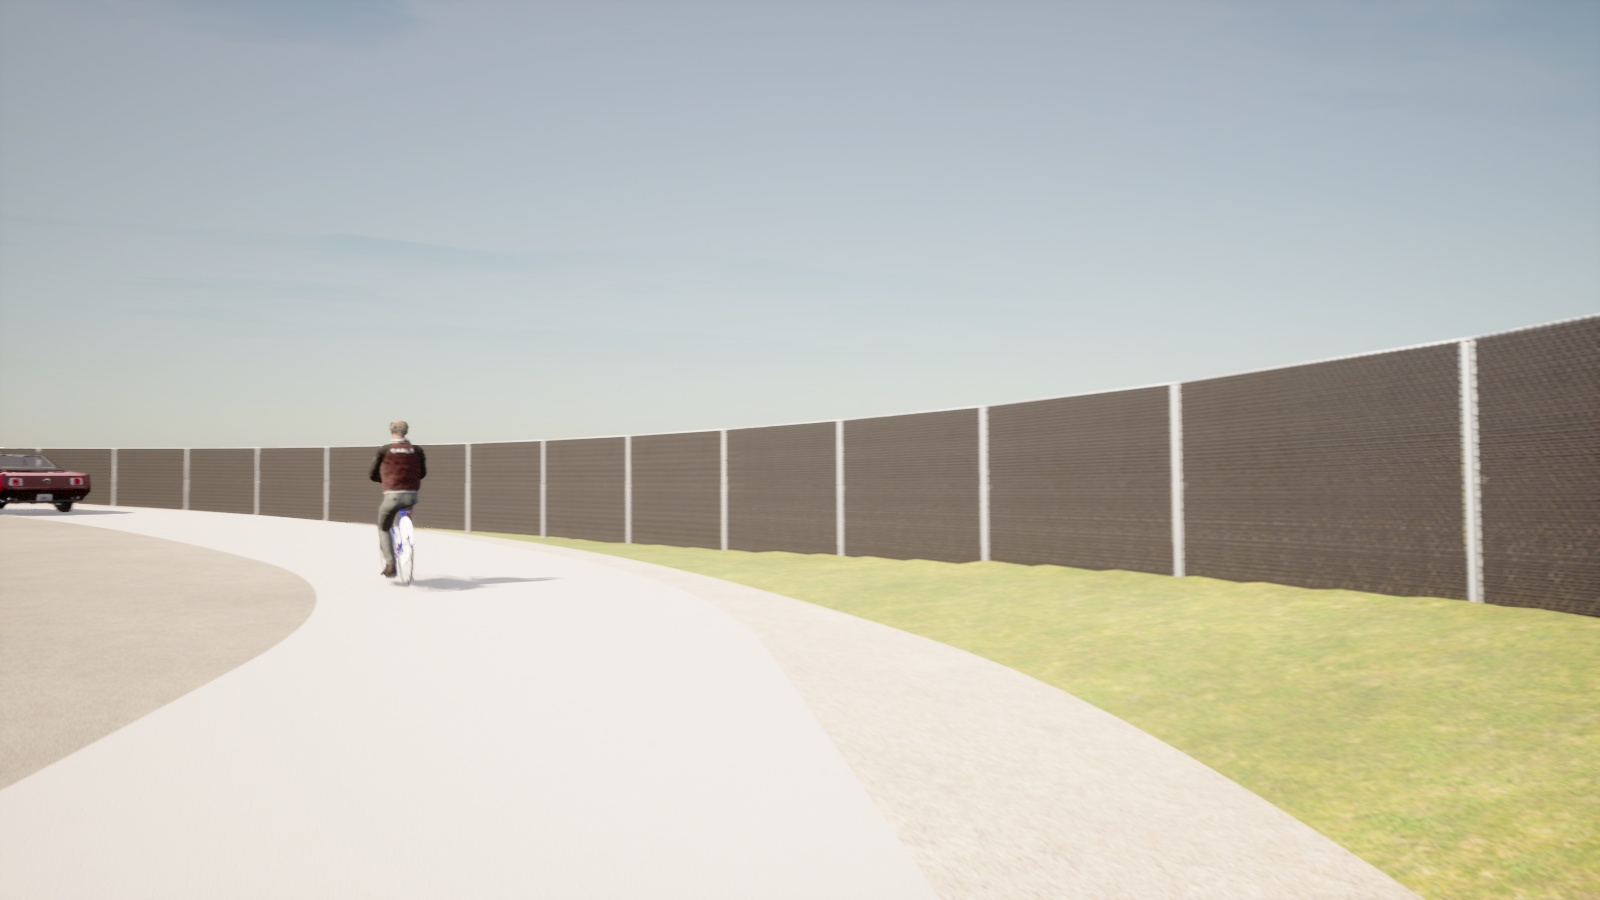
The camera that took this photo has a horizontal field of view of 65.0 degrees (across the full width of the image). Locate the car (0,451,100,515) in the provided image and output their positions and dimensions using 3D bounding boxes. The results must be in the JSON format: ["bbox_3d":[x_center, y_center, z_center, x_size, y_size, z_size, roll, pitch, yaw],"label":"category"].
[{"bbox_3d":[-17.531,0.680,27.453,4.718,1.301,1.895,0,-1,33],"label":"car"}]

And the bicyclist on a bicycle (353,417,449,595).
[{"bbox_3d":[-4.319,0.553,13.520,0.659,1.776,1.843,0,1,-28],"label":"bicyclist on a bicycle"}]
